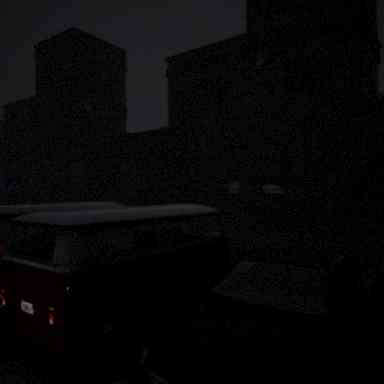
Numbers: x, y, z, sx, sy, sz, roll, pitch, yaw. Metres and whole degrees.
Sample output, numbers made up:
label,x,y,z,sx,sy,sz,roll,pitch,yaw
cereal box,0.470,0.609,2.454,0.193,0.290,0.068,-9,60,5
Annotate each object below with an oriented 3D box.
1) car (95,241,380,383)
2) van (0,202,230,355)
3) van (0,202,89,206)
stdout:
label,x,y,z,sx,sy,sz,roll,pitch,yaw
car,1.286,1.520,4.440,2.002,1.452,4.674,0,0,35
van,-0.911,1.253,6.146,1.878,1.987,4.442,0,0,35
van,-3.173,1.251,7.759,1.878,1.987,4.442,0,0,35
